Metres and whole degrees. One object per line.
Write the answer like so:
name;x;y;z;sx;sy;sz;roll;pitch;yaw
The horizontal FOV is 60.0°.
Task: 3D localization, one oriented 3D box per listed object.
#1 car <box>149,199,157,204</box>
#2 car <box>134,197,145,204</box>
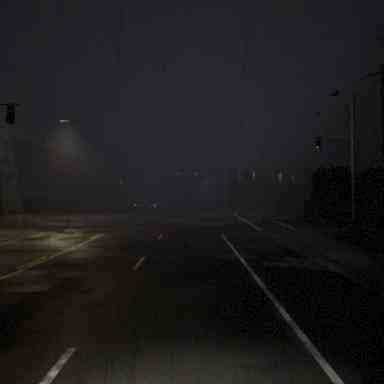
car;-10.527;2.569;89.274;1.812;1.442;4.674;0;-1;0
car;-14.027;2.268;89.246;2.150;2.045;5.566;0;-1;0
